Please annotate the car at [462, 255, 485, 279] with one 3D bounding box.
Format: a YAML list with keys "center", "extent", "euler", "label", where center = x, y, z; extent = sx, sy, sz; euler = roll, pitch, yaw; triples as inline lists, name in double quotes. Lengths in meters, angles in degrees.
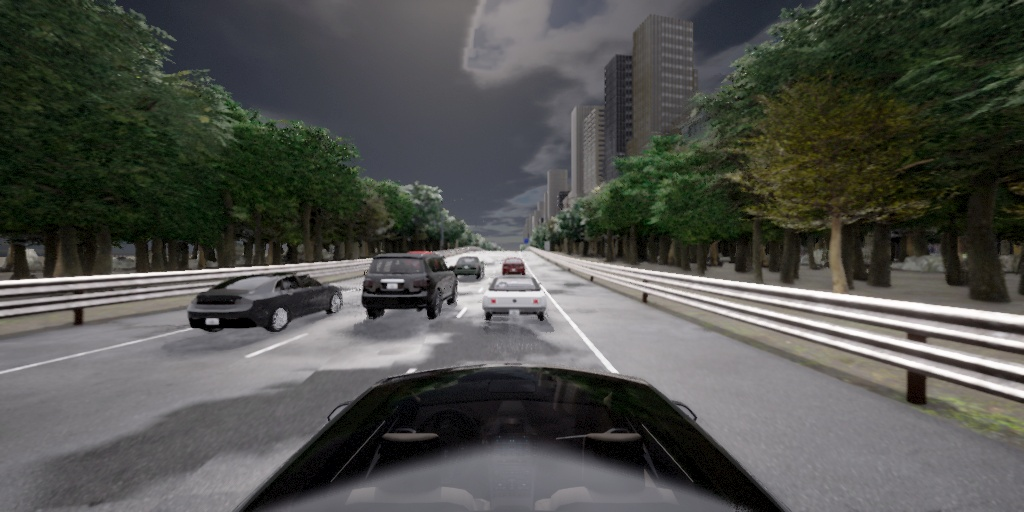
- center: [-3.374, 0.795, 28.643]
  extent: [2.097, 1.767, 4.553]
  euler: [0, 1, 0]
  label: "car"

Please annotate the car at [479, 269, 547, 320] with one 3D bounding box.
- center: [0.093, 1.317, 12.555]
  extent: [1.895, 1.301, 4.718]
  euler: [0, 0, 0]
  label: "car"

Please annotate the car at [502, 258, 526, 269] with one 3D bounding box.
- center: [0.135, 0.871, 30.497]
  extent: [1.882, 1.535, 5.008]
  euler: [0, 2, 0]
  label: "car"

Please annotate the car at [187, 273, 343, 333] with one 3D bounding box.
- center: [-6.910, 1.236, 10.720]
  extent: [1.837, 1.490, 4.892]
  euler: [0, 1, 1]
  label: "car"

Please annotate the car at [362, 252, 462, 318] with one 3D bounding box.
- center: [-3.397, 0.934, 12.897]
  extent: [2.150, 2.045, 5.566]
  euler: [0, 0, 0]
  label: "car"

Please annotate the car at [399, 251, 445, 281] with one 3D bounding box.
- center: [-6.875, 0.678, 28.036]
  extent: [2.150, 2.045, 5.566]
  euler: [0, 1, 0]
  label: "car"
